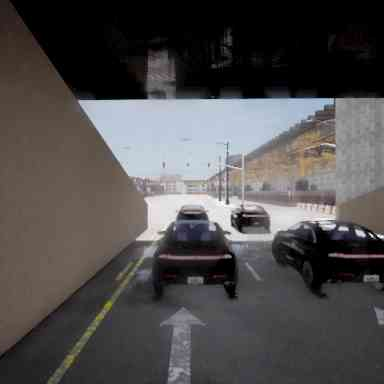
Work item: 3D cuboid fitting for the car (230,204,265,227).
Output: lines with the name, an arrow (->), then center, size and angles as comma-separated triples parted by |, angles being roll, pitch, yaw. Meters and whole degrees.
car -> 3.509, 1.507, 20.590 | 2.128, 1.511, 4.902 | 0, 0, 0

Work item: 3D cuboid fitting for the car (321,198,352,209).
car -> 17.430, 1.323, 40.075 | 1.853, 1.218, 4.536 | 0, 0, 45

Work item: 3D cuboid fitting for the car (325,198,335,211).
car -> 17.306, 1.478, 35.430 | 2.038, 1.542, 4.974 | 0, 0, -35

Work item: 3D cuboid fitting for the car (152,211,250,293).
car -> 0.060, 1.499, 8.876 | 2.128, 1.511, 4.902 | 0, 0, 0

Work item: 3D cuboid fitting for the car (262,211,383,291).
car -> 3.556, 1.499, 9.022 | 2.128, 1.511, 4.902 | 0, 0, 0

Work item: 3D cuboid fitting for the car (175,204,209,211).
car -> 0.011, 1.521, 20.404 | 1.837, 1.490, 4.892 | 0, 1, 0
